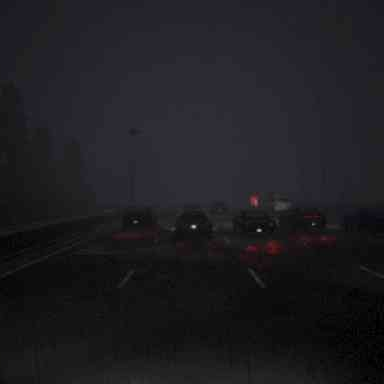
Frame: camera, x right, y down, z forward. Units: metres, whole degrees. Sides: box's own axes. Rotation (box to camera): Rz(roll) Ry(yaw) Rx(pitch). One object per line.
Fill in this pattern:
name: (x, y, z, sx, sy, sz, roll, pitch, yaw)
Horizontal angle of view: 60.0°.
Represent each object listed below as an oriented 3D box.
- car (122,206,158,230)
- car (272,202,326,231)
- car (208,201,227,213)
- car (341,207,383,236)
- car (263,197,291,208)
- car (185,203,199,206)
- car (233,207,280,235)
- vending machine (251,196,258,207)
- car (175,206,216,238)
car: (-3.413, 1.669, 22.584, 1.882, 1.535, 5.008, 0, 0, 0)
car: (7.086, 1.678, 21.802, 2.128, 1.511, 4.902, 0, 0, 0)
car: (3.214, 1.864, 42.250, 1.837, 1.490, 4.892, 1, 0, -4)
car: (10.587, 1.645, 19.619, 1.882, 1.535, 5.008, 0, 0, 0)
car: (10.374, 1.566, 40.455, 2.150, 2.045, 5.566, 0, 0, -3)
car: (-0.026, 1.922, 37.836, 1.895, 1.301, 4.718, 0, 0, -2)
car: (3.587, 1.771, 19.970, 1.895, 1.301, 4.718, 0, 0, 0)
vending machine: (11.434, 1.711, 60.871, 1.100, 2.100, 0.880, 0, 0, -14)
car: (0.089, 1.723, 18.639, 1.994, 1.385, 4.181, 0, 0, 0)
